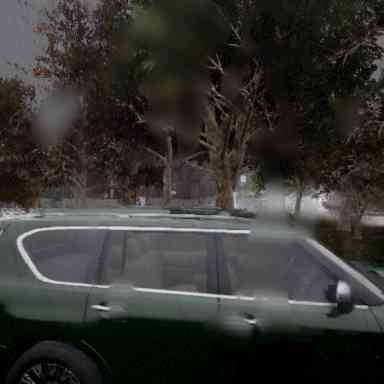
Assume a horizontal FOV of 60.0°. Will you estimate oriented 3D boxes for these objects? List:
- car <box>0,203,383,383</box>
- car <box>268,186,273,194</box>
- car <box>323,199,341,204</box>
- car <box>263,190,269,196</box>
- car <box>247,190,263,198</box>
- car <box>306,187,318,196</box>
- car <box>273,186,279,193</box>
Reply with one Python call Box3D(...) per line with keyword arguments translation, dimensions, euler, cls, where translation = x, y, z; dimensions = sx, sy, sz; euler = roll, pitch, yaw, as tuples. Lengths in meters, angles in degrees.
Box3D(translation=(0.461, 1.217, 3.648), dimensions=(5.566, 2.045, 2.150), euler=(0, 0, 9), cls="car")
Box3D(translation=(18.688, -0.129, 85.272), dimensions=(1.946, 1.575, 5.366), euler=(0, 3, 26), cls="car")
Box3D(translation=(20.358, 1.707, 48.439), dimensions=(1.994, 1.385, 4.181), euler=(0, 1, 13), cls="car")
Box3D(translation=(16.303, 0.167, 80.297), dimensions=(1.946, 1.575, 5.366), euler=(0, 3, 26), cls="car")
Box3D(translation=(13.909, 0.465, 75.329), dimensions=(1.946, 1.575, 5.366), euler=(0, 3, 26), cls="car")
Box3D(translation=(28.183, -0.152, 78.086), dimensions=(2.150, 2.045, 5.566), euler=(0, 3, 26), cls="car")
Box3D(translation=(21.193, -0.688, 90.489), dimensions=(2.435, 2.045, 5.566), euler=(0, 3, 26), cls="car")
